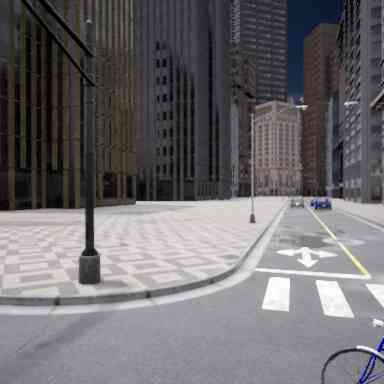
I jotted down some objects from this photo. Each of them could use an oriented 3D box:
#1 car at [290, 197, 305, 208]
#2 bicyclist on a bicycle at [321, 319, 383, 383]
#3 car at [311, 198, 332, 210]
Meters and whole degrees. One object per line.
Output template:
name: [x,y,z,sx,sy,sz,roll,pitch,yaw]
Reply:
car: [15.120,1.529,47.632,2.128,1.511,4.902,0,0,17]
bicyclist on a bicycle: [2.166,1.365,3.107,1.843,1.776,0.659,0,0,17]
car: [16.778,1.511,42.770,1.882,1.535,5.008,0,0,18]
